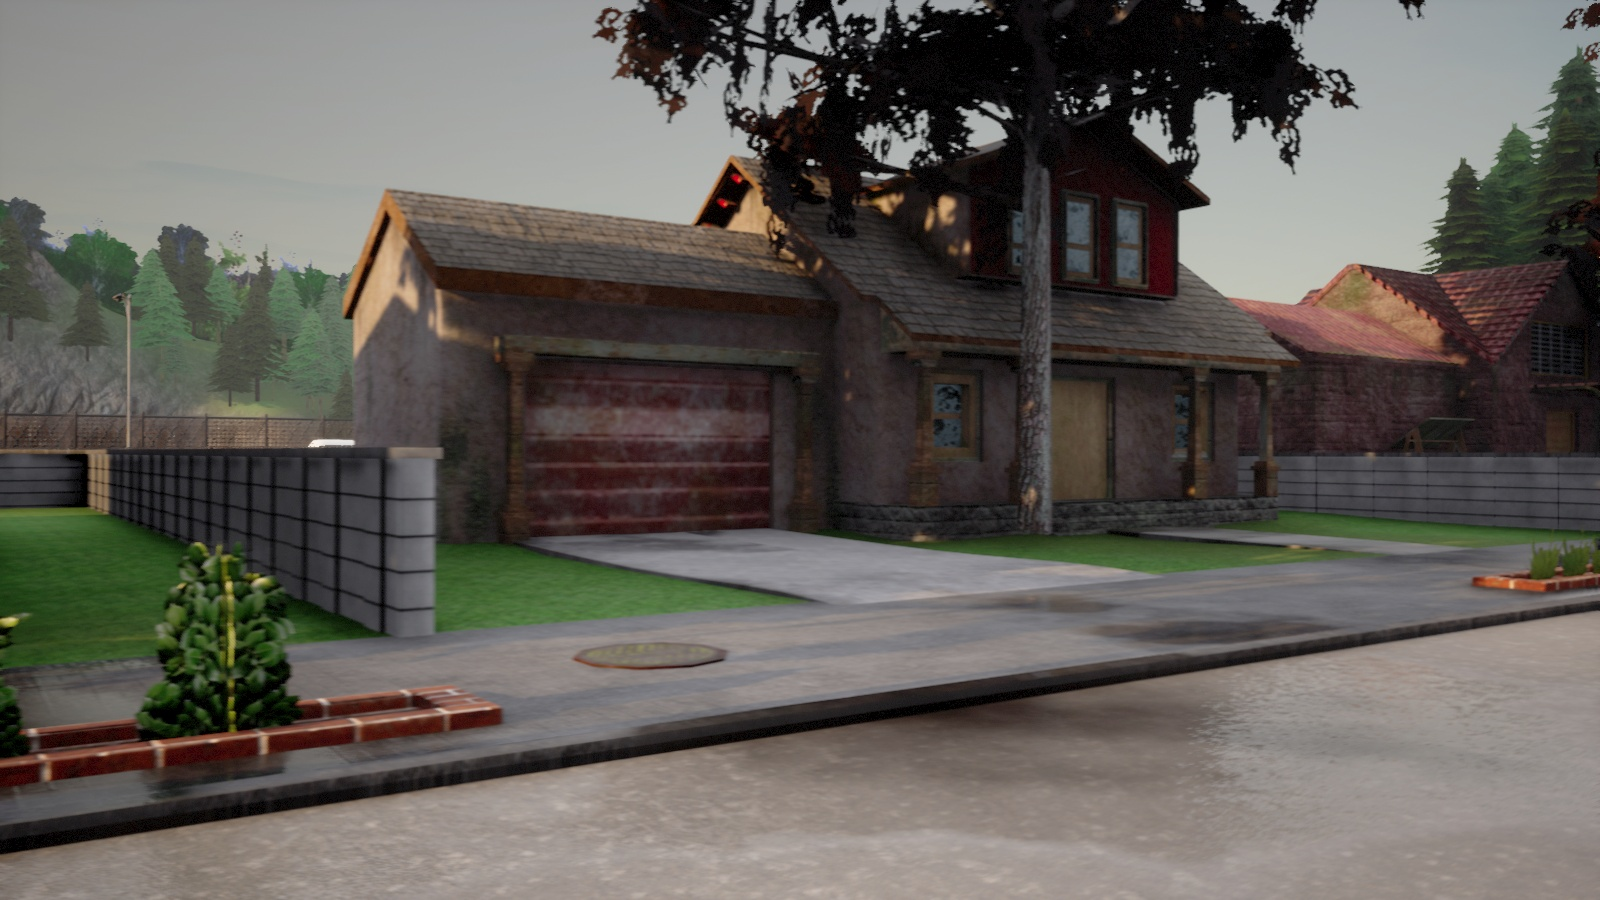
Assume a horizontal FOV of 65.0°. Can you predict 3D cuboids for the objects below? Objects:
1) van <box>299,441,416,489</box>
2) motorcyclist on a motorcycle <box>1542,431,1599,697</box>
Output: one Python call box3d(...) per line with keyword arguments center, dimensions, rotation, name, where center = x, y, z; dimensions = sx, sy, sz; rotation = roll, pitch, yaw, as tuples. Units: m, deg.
box3d(center=(-19.636, 0.646, 55.794), dimensions=(4.480, 2.038, 2.069), rotation=(0, 0, -35), name="van")
box3d(center=(5.947, 0.703, 8.408), dimensions=(2.350, 1.649, 0.766), rotation=(0, 0, -35), name="motorcyclist on a motorcycle")
